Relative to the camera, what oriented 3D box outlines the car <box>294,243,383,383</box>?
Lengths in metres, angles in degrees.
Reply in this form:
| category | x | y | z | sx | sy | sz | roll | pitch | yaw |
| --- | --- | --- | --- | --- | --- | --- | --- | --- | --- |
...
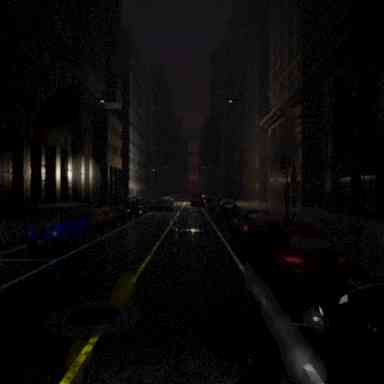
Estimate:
| category | x | y | z | sx | sy | sz | roll | pitch | yaw |
| --- | --- | --- | --- | --- | --- | --- | --- | --- | --- |
| car | 2.760 | 1.574 | 3.536 | 1.947 | 1.339 | 4.313 | 0 | 0 | 0 |

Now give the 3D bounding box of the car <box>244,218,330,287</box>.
| category | x | y | z | sx | sy | sz | roll | pitch | yaw |
| --- | --- | --- | --- | --- | --- | --- | --- | --- | --- |
| car | 2.759 | 1.602 | 9.138 | 1.802 | 1.307 | 4.206 | 0 | 0 | 0 |

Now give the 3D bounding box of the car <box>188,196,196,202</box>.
| category | x | y | z | sx | sy | sz | roll | pitch | yaw |
| --- | --- | --- | --- | --- | --- | --- | --- | --- | --- |
| car | -0.016 | 1.705 | 83.806 | 1.994 | 1.385 | 4.181 | 0 | 0 | 0 |

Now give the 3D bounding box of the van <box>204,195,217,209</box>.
| category | x | y | z | sx | sy | sz | roll | pitch | yaw |
| --- | --- | --- | --- | --- | --- | --- | --- | --- | --- |
| van | 2.751 | 1.440 | 42.749 | 1.690 | 1.788 | 3.998 | 0 | 0 | 0 |

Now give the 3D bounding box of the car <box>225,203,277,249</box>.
| category | x | y | z | sx | sy | sz | roll | pitch | yaw |
| --- | --- | --- | --- | --- | --- | --- | --- | --- | --- |
| car | 2.757 | 1.473 | 14.739 | 1.967 | 1.590 | 4.097 | 0 | 0 | 0 |

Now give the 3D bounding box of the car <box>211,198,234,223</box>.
| category | x | y | z | sx | sy | sz | roll | pitch | yaw |
| --- | --- | --- | --- | --- | --- | --- | --- | --- | --- |
| car | 2.755 | 1.499 | 25.942 | 1.967 | 1.590 | 4.097 | 0 | 0 | 0 |

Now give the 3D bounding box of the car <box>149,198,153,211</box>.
| category | x | y | z | sx | sy | sz | roll | pitch | yaw |
| --- | --- | --- | --- | --- | --- | --- | --- | --- | --- |
| car | -5.772 | 1.667 | 37.130 | 1.802 | 1.307 | 4.206 | 0 | 0 | 0 |

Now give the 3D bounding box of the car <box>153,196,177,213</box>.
| category | x | y | z | sx | sy | sz | roll | pitch | yaw |
| --- | --- | --- | --- | --- | --- | --- | --- | --- | --- |
| car | -3.101 | 1.567 | 38.762 | 1.882 | 1.535 | 5.008 | 0 | 0 | 0 |

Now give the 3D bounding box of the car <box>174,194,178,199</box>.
| category | x | y | z | sx | sy | sz | roll | pitch | yaw |
| --- | --- | --- | --- | --- | --- | --- | --- | --- | --- |
| car | -5.784 | 1.685 | 93.151 | 1.967 | 1.590 | 4.097 | 0 | 0 | 0 |

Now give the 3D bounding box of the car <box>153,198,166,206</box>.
| category | x | y | z | sx | sy | sz | roll | pitch | yaw |
| --- | --- | --- | --- | --- | --- | --- | --- | --- | --- |
| car | -5.776 | 1.710 | 59.538 | 1.947 | 1.339 | 4.313 | 0 | 0 | 0 |

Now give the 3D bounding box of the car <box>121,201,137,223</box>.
| category | x | y | z | sx | sy | sz | roll | pitch | yaw |
| --- | --- | --- | --- | --- | --- | --- | --- | --- | --- |
| car | -5.770 | 1.641 | 25.926 | 1.802 | 1.307 | 4.206 | 0 | 0 | 0 |

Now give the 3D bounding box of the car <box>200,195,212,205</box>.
| category | x | y | z | sx | sy | sz | roll | pitch | yaw |
| --- | --- | --- | --- | --- | --- | --- | --- | --- | --- |
| car | 2.747 | 1.475 | 65.155 | 2.192 | 1.841 | 5.009 | 0 | 0 | 0 |

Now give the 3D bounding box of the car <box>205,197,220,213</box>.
| category | x | y | z | sx | sy | sz | roll | pitch | yaw |
| --- | --- | --- | --- | --- | --- | --- | --- | --- | --- |
| car | 2.753 | 1.611 | 37.316 | 1.752 | 1.417 | 4.829 | 0 | 0 | 0 |

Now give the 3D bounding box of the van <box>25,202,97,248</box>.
| category | x | y | z | sx | sy | sz | roll | pitch | yaw |
| --- | --- | --- | --- | --- | --- | --- | --- | --- | --- |
| van | -5.768 | 1.374 | 14.723 | 1.690 | 1.788 | 3.998 | 0 | 0 | 0 |

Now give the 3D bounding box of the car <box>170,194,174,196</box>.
| category | x | y | z | sx | sy | sz | roll | pitch | yaw |
| --- | --- | --- | --- | --- | --- | --- | --- | --- | --- |
| car | -5.780 | 1.739 | 76.345 | 1.887 | 1.381 | 4.507 | 0 | 0 | 0 |

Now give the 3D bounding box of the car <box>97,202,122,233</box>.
| category | x | y | z | sx | sy | sz | roll | pitch | yaw |
| --- | --- | --- | --- | --- | --- | --- | --- | --- | --- |
| car | -5.769 | 1.571 | 20.154 | 1.752 | 1.417 | 4.829 | 0 | 0 | 0 |

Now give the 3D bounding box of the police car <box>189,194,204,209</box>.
| category | x | y | z | sx | sy | sz | roll | pitch | yaw |
| --- | --- | --- | --- | --- | --- | --- | --- | --- | --- |
| police car | 0.891 | 1.540 | 48.796 | 1.930 | 1.638 | 5.238 | 0 | 0 | 0 |

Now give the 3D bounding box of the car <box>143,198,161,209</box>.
| category | x | y | z | sx | sy | sz | roll | pitch | yaw |
| --- | --- | --- | --- | --- | --- | --- | --- | --- | --- |
| car | -5.774 | 1.664 | 48.335 | 2.008 | 1.369 | 4.403 | 0 | 0 | 0 |

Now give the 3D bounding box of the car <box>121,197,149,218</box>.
| category | x | y | z | sx | sy | sz | roll | pitch | yaw |
| --- | --- | --- | --- | --- | --- | --- | --- | --- | --- |
| car | -5.772 | 1.387 | 31.529 | 2.192 | 1.841 | 5.009 | 0 | 0 | 0 |

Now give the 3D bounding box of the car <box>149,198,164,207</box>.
| category | x | y | z | sx | sy | sz | roll | pitch | yaw |
| --- | --- | --- | --- | --- | --- | --- | --- | --- | --- |
| car | -5.775 | 1.694 | 53.936 | 1.947 | 1.339 | 4.313 | 0 | 0 | 0 |

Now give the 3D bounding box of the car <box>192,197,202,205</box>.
| category | x | y | z | sx | sy | sz | roll | pitch | yaw |
| --- | --- | --- | --- | --- | --- | --- | --- | --- | --- |
| car | 0.888 | 1.685 | 64.686 | 1.812 | 1.442 | 4.674 | 0 | 0 | 0 |

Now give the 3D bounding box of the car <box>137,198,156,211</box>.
| category | x | y | z | sx | sy | sz | roll | pitch | yaw |
| --- | --- | --- | --- | --- | --- | --- | --- | --- | --- |
| car | -5.774 | 1.539 | 42.732 | 1.967 | 1.590 | 4.097 | 0 | 0 | 0 |

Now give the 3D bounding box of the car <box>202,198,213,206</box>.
| category | x | y | z | sx | sy | sz | roll | pitch | yaw |
| --- | --- | --- | --- | --- | --- | --- | --- | --- | --- |
| car | 2.749 | 1.726 | 59.553 | 1.802 | 1.307 | 4.206 | 0 | 0 | 0 |

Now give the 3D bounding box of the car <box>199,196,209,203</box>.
| category | x | y | z | sx | sy | sz | roll | pitch | yaw |
| --- | --- | --- | --- | --- | --- | --- | --- | --- | --- |
| car | 2.745 | 1.634 | 76.358 | 1.967 | 1.590 | 4.097 | 0 | 0 | 0 |

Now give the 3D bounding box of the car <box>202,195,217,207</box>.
| category | x | y | z | sx | sy | sz | roll | pitch | yaw |
| --- | --- | --- | --- | --- | --- | --- | --- | --- | --- |
| car | 2.749 | 1.443 | 53.951 | 2.192 | 1.841 | 5.009 | 0 | 0 | 0 |
